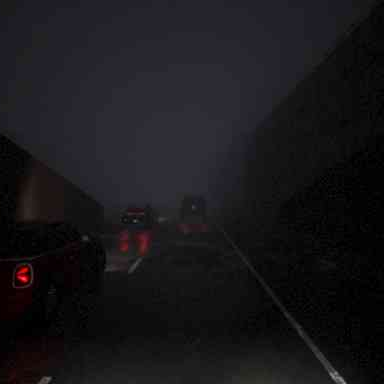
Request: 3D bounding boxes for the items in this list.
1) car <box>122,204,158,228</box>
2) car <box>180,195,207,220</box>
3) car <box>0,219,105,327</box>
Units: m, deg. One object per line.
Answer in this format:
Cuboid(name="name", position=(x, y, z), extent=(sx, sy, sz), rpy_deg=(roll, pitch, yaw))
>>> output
Cuboid(name="car", position=(-3.381, 1.525, 22.260), extent=(2.128, 1.511, 4.902), rpy_deg=(0, 0, 0))
Cuboid(name="car", position=(0.124, 1.269, 28.748), extent=(2.150, 2.045, 5.566), rpy_deg=(0, 0, 0))
Cuboid(name="car", position=(-3.397, 1.363, 7.211), extent=(2.097, 1.767, 4.553), rpy_deg=(0, 0, 0))
